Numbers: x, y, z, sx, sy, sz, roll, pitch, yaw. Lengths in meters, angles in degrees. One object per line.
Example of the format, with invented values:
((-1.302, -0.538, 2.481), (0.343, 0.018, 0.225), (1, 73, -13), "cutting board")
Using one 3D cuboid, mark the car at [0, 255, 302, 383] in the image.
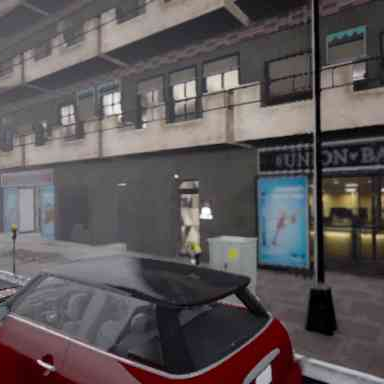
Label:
((-1.042, 1.434, 3.633), (4.097, 1.590, 1.967), (0, -1, 35), "car")
